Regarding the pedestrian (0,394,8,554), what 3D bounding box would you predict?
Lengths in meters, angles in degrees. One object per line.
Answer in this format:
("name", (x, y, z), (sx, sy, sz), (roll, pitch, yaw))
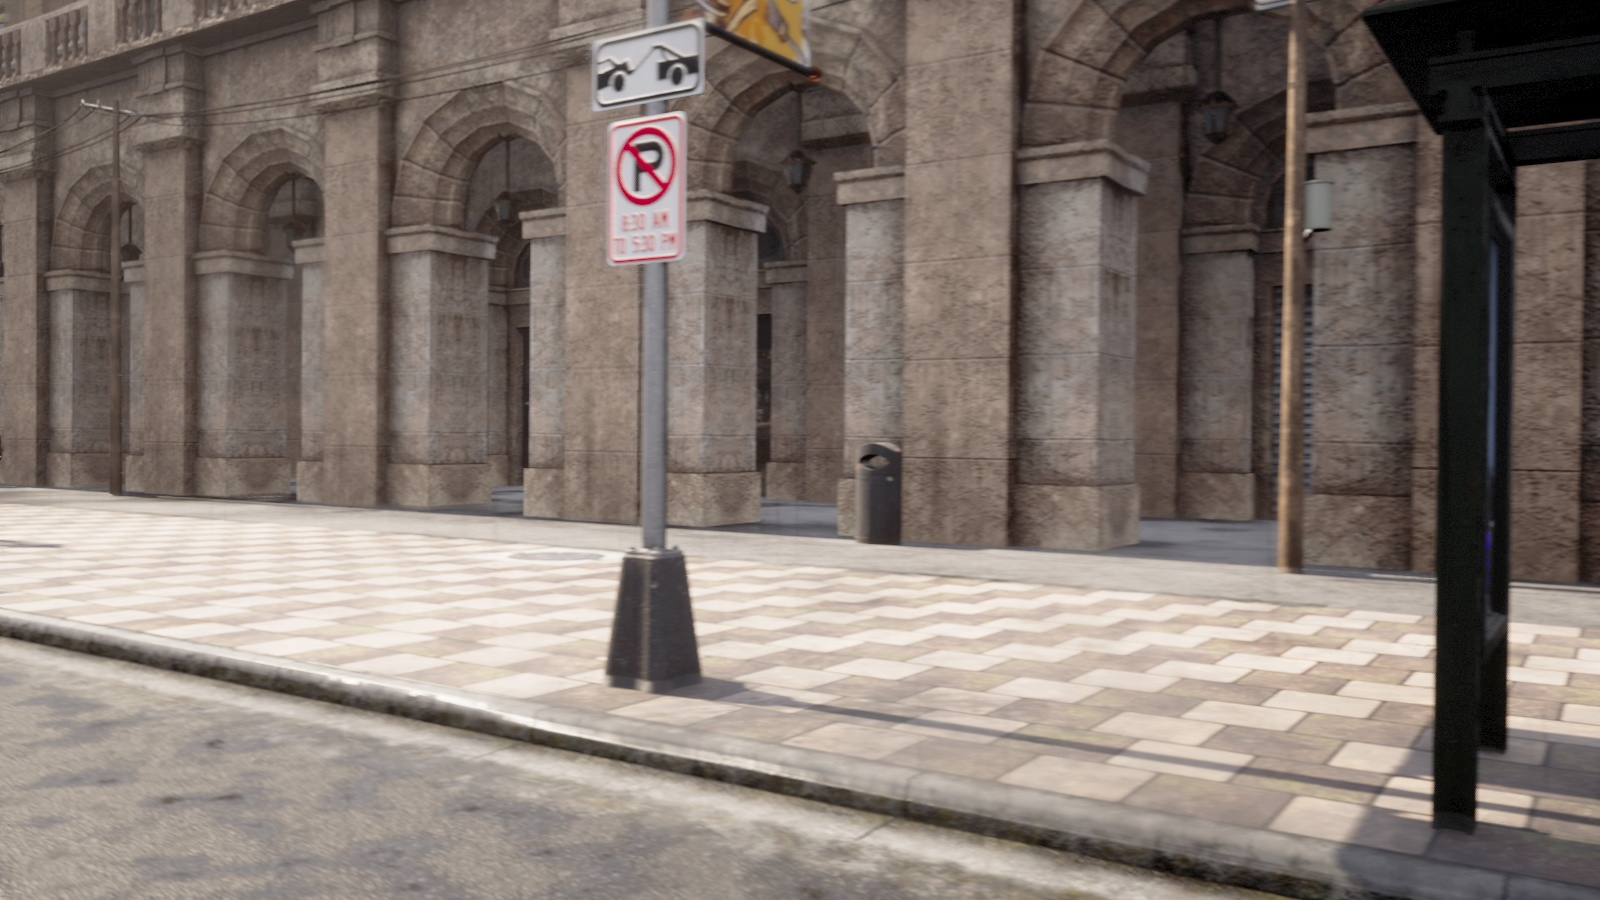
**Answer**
("pedestrian", (-9.555, 0.275, 14.610), (0.634, 1.846, 0.331), (0, 1, 36))
